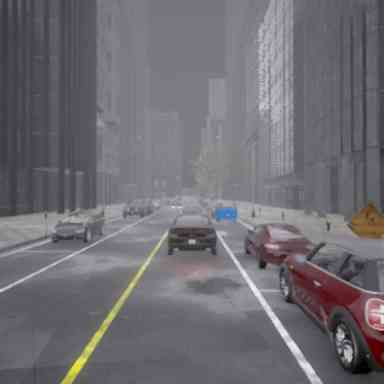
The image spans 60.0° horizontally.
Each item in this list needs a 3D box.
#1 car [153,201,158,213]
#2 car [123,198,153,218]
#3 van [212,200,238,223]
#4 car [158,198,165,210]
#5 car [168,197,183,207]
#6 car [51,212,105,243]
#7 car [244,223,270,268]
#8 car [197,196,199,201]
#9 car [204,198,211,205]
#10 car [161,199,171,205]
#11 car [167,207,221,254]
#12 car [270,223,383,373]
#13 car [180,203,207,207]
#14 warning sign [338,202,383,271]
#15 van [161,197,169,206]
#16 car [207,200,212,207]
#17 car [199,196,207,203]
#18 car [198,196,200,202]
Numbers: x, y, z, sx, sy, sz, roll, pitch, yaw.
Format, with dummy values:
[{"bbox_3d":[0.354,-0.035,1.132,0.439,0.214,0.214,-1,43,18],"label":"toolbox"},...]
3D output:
[{"bbox_3d":[-5.673,1.691,39.590,2.192,1.841,5.009,0,0,0],"label":"car"},{"bbox_3d":[-5.672,1.643,33.950,2.192,1.841,5.009,0,0,0],"label":"car"},{"bbox_3d":[2.854,1.620,28.290,1.690,1.788,3.998,0,0,0],"label":"van"},{"bbox_3d":[-5.676,1.991,50.656,1.752,1.417,4.829,0,0,1],"label":"car"},{"bbox_3d":[-3.027,2.152,65.357,1.994,1.385,4.181,0,-1,0],"label":"car"},{"bbox_3d":[-5.671,1.724,17.030,2.008,1.369,4.403,0,-1,0],"label":"car"},{"bbox_3d":[2.856,1.699,11.369,1.802,1.307,4.206,0,-1,0],"label":"car"},{"bbox_3d":[2.845,2.040,79.047,2.192,1.841,5.009,0,-1,0],"label":"car"},{"bbox_3d":[2.859,1.948,45.412,1.752,1.417,4.829,0,0,1],"label":"car"},{"bbox_3d":[-5.679,2.234,73.418,1.947,1.339,4.313,0,-1,0],"label":"car"},{"bbox_3d":[0.027,1.623,14.246,1.882,1.535,5.008,0,0,0],"label":"car"},{"bbox_3d":[2.857,1.500,5.729,1.967,1.590,4.097,0,-1,0],"label":"car"},{"bbox_3d":[0.015,1.879,28.242,1.895,1.301,4.718,0,0,1],"label":"car"},{"bbox_3d":[5.064,1.214,9.532,1.300,1.860,1.060,0,-1,0],"label":"warning sign"},{"bbox_3d":[-5.677,1.955,67.782,1.690,1.788,3.998,0,-1,0],"label":"van"},{"bbox_3d":[2.854,1.855,34.100,1.752,1.417,4.829,0,0,0],"label":"car"},{"bbox_3d":[2.848,2.002,62.129,1.967,1.590,4.097,0,-1,0],"label":"car"},{"bbox_3d":[2.848,2.054,67.767,1.967,1.590,4.097,0,-1,0],"label":"car"}]
